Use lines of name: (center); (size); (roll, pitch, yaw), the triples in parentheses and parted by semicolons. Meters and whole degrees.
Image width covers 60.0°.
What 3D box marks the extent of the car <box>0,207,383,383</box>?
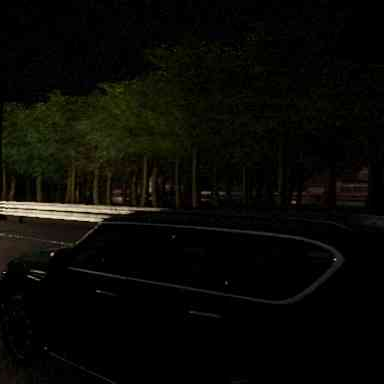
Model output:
car: (-0.160, 1.203, 4.067); (5.566, 2.045, 2.150); (0, 0, 35)

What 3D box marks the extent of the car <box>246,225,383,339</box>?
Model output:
car: (3.469, 1.519, 5.783); (4.674, 1.442, 1.812); (0, 0, 35)
